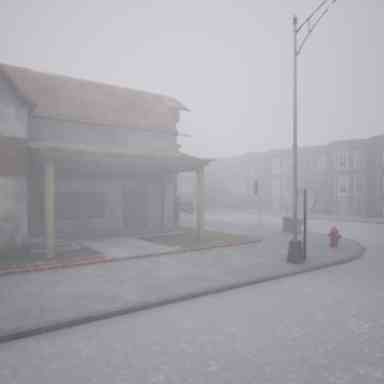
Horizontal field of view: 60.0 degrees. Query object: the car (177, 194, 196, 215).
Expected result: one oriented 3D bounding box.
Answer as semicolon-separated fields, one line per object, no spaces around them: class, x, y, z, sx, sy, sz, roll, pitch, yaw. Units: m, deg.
car;-1.925;1.187;33.214;2.150;2.045;5.566;0;0;-35
